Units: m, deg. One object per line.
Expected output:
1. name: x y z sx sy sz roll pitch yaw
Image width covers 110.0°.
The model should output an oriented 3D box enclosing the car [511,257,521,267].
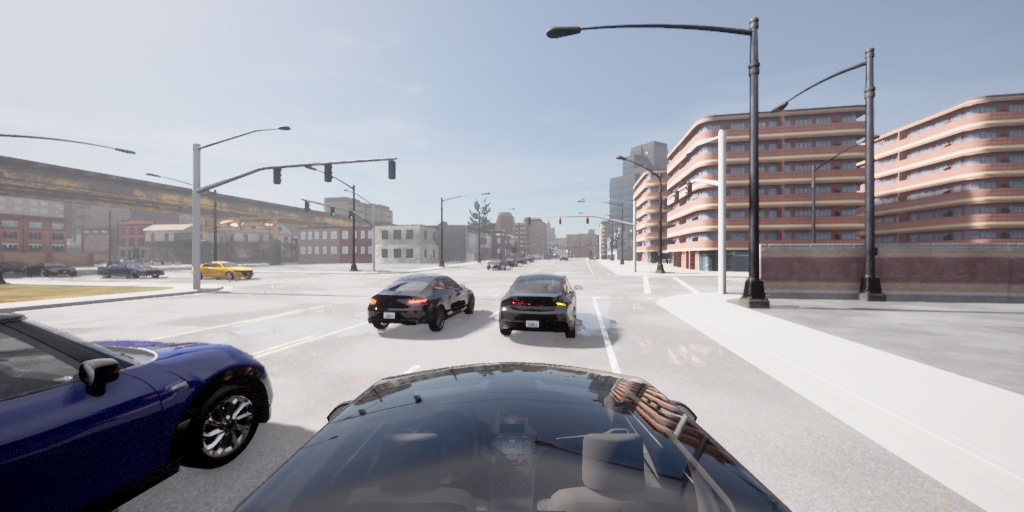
1. car: -0.245 0.938 57.338 1.882 1.535 5.008 0 1 11

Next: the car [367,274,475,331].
1. car: -2.539 1.272 10.924 1.812 1.442 4.674 0 0 11

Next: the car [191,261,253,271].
1. car: -24.605 1.217 30.554 5.008 1.535 1.882 0 0 10

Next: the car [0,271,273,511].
1. car: -3.858 1.102 2.146 2.097 1.767 4.553 0 0 6

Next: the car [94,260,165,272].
1. car: -34.263 1.287 32.185 5.357 1.411 2.033 0 0 9

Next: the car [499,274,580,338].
1. car: 0.907 1.252 10.284 1.837 1.490 4.892 0 0 11

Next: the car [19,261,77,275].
1. car: -43.983 1.302 34.216 4.181 1.385 1.994 0 0 15

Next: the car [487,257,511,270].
1. car: -2.042 1.090 48.061 2.128 1.511 4.902 0 1 11
